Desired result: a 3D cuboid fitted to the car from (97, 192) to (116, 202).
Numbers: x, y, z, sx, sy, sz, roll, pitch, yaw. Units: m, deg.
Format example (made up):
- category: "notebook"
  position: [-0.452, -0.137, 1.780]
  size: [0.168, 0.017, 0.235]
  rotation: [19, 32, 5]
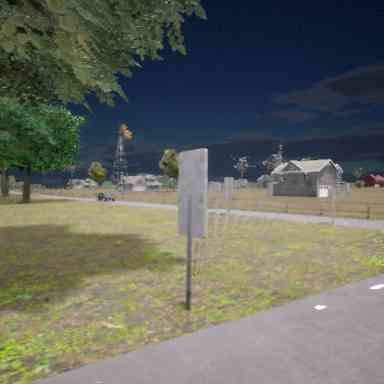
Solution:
- category: "car"
  position: [-14.085, 0.812, 54.425]
  size: [1.837, 1.490, 4.892]
  rotation: [2, 0, -36]
